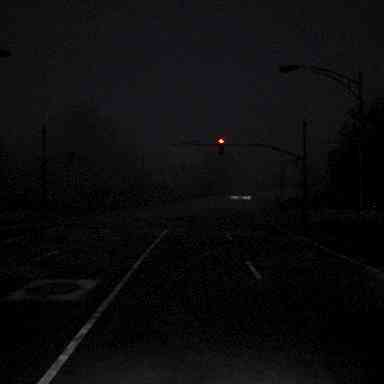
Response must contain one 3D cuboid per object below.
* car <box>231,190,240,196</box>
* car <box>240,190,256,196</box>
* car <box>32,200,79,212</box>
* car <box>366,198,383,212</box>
[{"bbox_3d":[11.813,0.237,86.468,2.033,1.411,5.357,0,3,30],"label":"car"},{"bbox_3d":[14.754,0.223,84.571,2.128,1.511,4.902,0,3,30],"label":"car"},{"bbox_3d":[-16.827,1.685,41.184,5.357,1.411,2.033,-1,0,3],"label":"car"},{"bbox_3d":[23.400,1.117,38.803,5.566,2.045,2.150,-2,0,3],"label":"car"}]
